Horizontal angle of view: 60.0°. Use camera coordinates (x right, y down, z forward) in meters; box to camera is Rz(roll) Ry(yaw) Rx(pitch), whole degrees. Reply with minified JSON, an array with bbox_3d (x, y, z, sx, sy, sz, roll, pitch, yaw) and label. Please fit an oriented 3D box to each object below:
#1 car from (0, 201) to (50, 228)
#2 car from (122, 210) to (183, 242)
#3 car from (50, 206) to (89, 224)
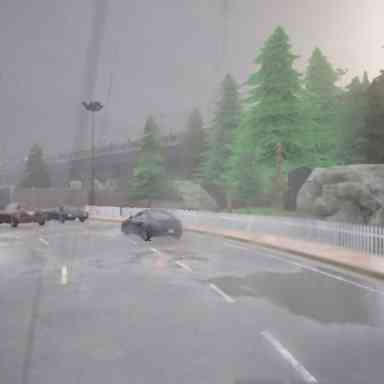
[{"bbox_3d":[-12.494,1.527,24.217,4.553,1.767,2.097,0,-1,45],"label":"car"},{"bbox_3d":[-2.137,1.643,17.283,1.812,1.442,4.674,0,-1,-31],"label":"car"},{"bbox_3d":[-10.253,1.790,26.825,1.895,1.301,4.718,0,-1,-44],"label":"car"}]
